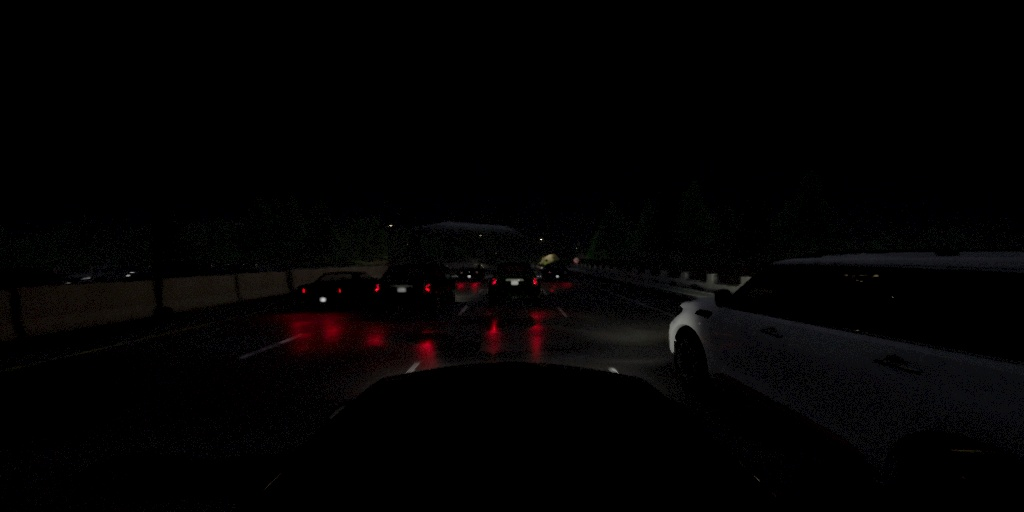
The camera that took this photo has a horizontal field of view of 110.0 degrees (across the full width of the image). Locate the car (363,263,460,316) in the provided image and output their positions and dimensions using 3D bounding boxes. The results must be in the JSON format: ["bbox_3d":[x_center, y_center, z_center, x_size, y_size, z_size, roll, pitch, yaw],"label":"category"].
[{"bbox_3d":[-3.395,1.057,13.153,2.097,1.767,4.553,0,0,0],"label":"car"}]

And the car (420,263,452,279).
[{"bbox_3d":[-6.889,1.322,32.932,1.994,1.385,4.181,0,-1,0],"label":"car"}]

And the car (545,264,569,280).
[{"bbox_3d":[3.610,1.341,30.592,1.895,1.301,4.718,0,0,0],"label":"car"}]

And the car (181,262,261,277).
[{"bbox_3d":[-17.592,1.264,22.370,1.994,1.385,4.181,0,0,0],"label":"car"}]

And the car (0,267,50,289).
[{"bbox_3d":[-28.093,1.297,19.956,1.895,1.301,4.718,0,0,0],"label":"car"}]

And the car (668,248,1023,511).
[{"bbox_3d":[3.601,0.964,3.439,2.150,2.045,5.566,0,0,0],"label":"car"}]

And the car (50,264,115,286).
[{"bbox_3d":[-24.591,1.226,22.221,1.812,1.442,4.674,0,0,0],"label":"car"}]

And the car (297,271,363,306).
[{"bbox_3d":[-6.894,1.301,15.301,1.895,1.301,4.718,0,0,0],"label":"car"}]

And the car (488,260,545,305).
[{"bbox_3d":[0.105,1.050,15.907,2.097,1.767,4.553,0,0,0],"label":"car"}]

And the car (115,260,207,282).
[{"bbox_3d":[-21.091,1.053,22.411,2.097,1.767,4.553,0,0,0],"label":"car"}]

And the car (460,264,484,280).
[{"bbox_3d":[-3.389,1.341,30.607,1.895,1.301,4.718,0,0,0],"label":"car"}]
